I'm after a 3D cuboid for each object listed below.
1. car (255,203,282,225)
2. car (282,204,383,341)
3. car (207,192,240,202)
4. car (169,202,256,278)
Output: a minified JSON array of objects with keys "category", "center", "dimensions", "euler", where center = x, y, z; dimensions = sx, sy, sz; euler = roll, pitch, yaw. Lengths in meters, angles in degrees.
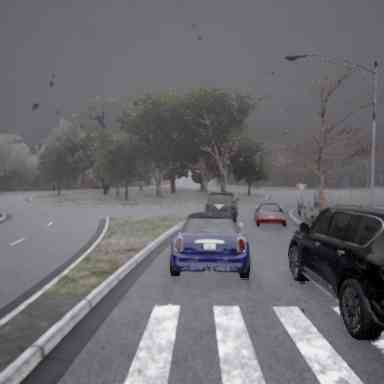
[{"category":"car","center":[5.224,1.427,22.526],"dimensions":[1.994,1.385,4.181],"euler":[1,2,9]},{"category":"car","center":[3.583,1.247,6.637],"dimensions":[2.150,2.045,5.566],"euler":[0,0,2]},{"category":"car","center":[2.232,1.016,24.308],"dimensions":[2.150,2.045,5.566],"euler":[1,2,10]},{"category":"car","center":[0.584,1.368,10.386],"dimensions":[2.097,1.767,4.553],"euler":[0,0,4]}]
